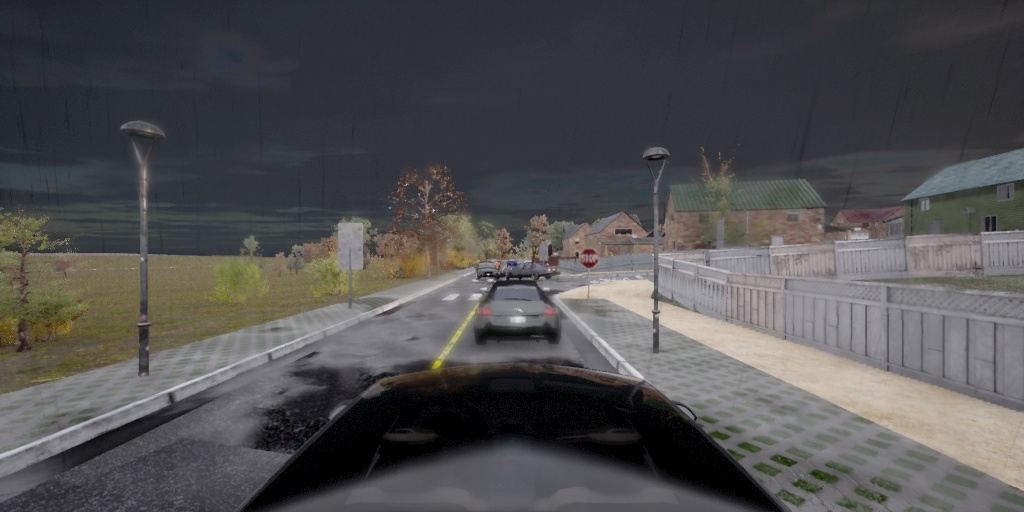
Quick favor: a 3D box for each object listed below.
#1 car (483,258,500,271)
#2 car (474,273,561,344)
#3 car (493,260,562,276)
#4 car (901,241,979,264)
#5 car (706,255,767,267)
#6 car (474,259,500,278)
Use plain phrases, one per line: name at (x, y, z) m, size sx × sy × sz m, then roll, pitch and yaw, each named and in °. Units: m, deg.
car at (-2.847, 1.121, 51.288) m, size 2.097 × 1.767 × 4.553 m, roll 0°, pitch 0°, yaw 1°
car at (0.102, 1.313, 9.545) m, size 1.994 × 1.385 × 4.181 m, roll 0°, pitch 0°, yaw -1°
car at (1.337, 1.198, 28.559) m, size 5.357 × 1.411 × 2.033 m, roll -4°, pitch -3°, yaw 43°
car at (23.888, -0.208, 20.514) m, size 4.902 × 1.511 × 2.128 m, roll -3°, pitch 0°, yaw 14°
car at (14.387, 0.413, 22.935) m, size 4.181 × 1.385 × 1.994 m, roll -3°, pitch 0°, yaw 16°
car at (-2.251, 1.258, 31.470) m, size 1.837 × 1.490 × 4.892 m, roll 0°, pitch 0°, yaw -8°
